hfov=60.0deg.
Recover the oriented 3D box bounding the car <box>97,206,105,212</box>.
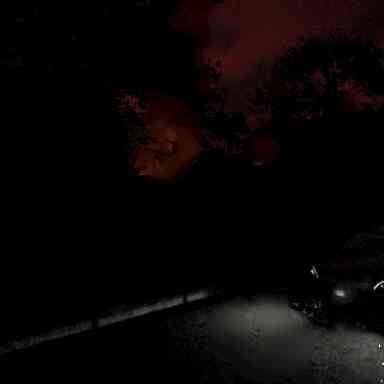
[{"bbox_3d":[-13.119,2.775,47.209,2.097,1.535,5.008,0,-1,-40],"label":"car"}]

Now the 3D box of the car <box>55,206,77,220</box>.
[{"bbox_3d":[-17.325,2.659,43.586,2.185,1.767,4.553,0,-1,-40],"label":"car"}]

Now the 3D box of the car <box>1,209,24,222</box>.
[{"bbox_3d":[-21.578,2.796,40.019,2.231,1.521,4.892,0,-1,-40],"label":"car"}]

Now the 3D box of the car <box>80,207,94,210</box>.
[{"bbox_3d":[-15.231,2.820,45.409,2.002,1.452,4.674,0,-1,-40],"label":"car"}]

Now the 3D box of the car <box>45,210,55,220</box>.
[{"bbox_3d":[-19.456,2.790,41.807,2.097,1.535,5.008,0,-1,-40],"label":"car"}]

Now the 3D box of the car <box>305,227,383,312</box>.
[{"bbox_3d":[4.453,1.559,7.553,4.674,1.442,1.812,0,-1,-40],"label":"car"}]

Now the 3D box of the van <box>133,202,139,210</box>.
[{"bbox_3d":[-8.811,2.540,50.713,1.878,1.987,4.442,0,-1,-40],"label":"van"}]
